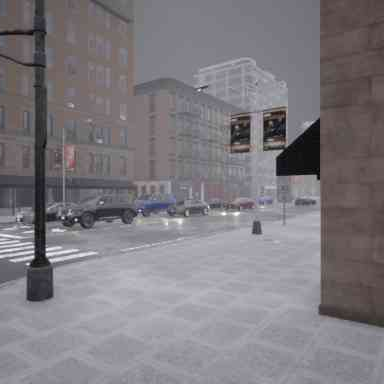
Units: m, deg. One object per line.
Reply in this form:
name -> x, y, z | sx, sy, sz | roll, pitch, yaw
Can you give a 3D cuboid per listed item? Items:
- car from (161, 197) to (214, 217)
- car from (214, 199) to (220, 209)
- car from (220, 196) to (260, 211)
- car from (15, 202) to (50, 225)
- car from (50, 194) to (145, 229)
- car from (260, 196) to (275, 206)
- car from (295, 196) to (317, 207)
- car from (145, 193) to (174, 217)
car -> -0.280, 1.402, 29.962 | 1.837, 1.490, 4.892 | 0, 0, 35
car -> 2.076, 1.468, 38.895 | 1.895, 1.301, 4.718 | 0, 0, 35
car -> 5.565, 1.332, 38.191 | 1.882, 1.535, 5.008 | 0, 0, 35
car -> -9.398, 1.442, 22.714 | 2.128, 1.511, 4.902 | 0, 0, 35
car -> -6.014, 1.161, 21.868 | 2.150, 2.045, 5.566 | 0, 0, 35
car -> 11.165, 1.298, 51.559 | 1.882, 1.535, 5.008 | 0, 0, 35
car -> 16.309, 1.267, 47.402 | 1.882, 1.535, 5.008 | 0, 0, 35
car -> -3.702, 1.131, 30.750 | 2.150, 2.045, 5.566 | 0, 0, 35
